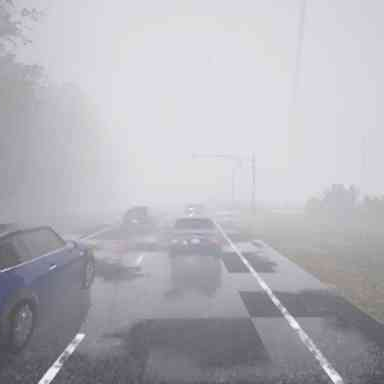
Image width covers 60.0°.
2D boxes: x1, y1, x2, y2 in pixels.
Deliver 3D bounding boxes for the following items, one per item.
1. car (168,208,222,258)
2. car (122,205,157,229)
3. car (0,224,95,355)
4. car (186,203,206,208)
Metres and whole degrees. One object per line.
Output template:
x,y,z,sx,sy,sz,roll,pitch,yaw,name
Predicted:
0.097,1.583,12.819,2.033,1.411,5.357,0,0,0,car
-3.405,1.587,22.204,1.812,1.442,4.674,0,0,0,car
-3.401,1.371,6.277,2.097,1.767,4.553,0,0,0,car
0.312,1.622,27.228,2.033,1.411,5.357,0,0,4,car
